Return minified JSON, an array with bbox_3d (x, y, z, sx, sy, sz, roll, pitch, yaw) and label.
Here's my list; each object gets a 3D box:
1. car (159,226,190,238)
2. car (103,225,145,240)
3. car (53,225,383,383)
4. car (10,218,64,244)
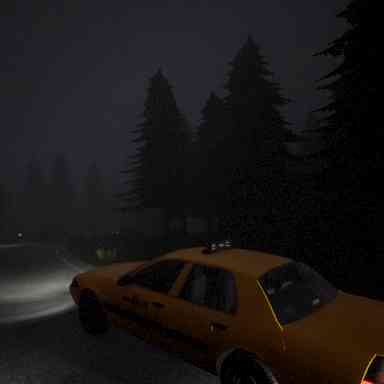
[{"bbox_3d":[-2.324,5.543,46.250,1.882,1.535,5.008,-5,-8,30],"label":"car"},{"bbox_3d":[-7.438,4.510,36.939,2.033,1.411,5.357,-4,-8,20],"label":"car"},{"bbox_3d":[0.153,1.440,4.725,5.366,1.575,1.801,0,1,43],"label":"car"},{"bbox_3d":[-12.757,3.220,28.058,2.150,2.045,5.566,-4,-7,7],"label":"car"}]
